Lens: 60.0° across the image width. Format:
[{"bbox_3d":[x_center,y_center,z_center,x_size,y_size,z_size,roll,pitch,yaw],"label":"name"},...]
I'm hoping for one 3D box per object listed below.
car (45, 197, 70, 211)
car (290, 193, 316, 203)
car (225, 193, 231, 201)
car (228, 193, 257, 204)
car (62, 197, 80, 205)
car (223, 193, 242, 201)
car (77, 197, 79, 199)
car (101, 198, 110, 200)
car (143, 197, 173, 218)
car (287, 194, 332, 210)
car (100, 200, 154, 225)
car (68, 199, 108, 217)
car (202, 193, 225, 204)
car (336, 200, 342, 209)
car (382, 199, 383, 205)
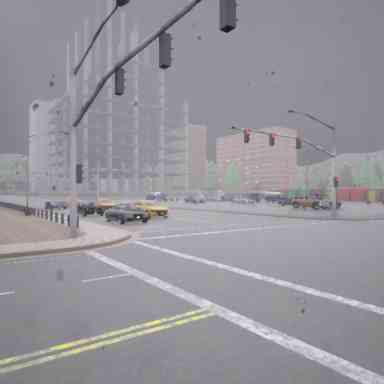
[{"bbox_3d":[-17.199,1.529,41.952,1.812,1.442,4.674,0,0,-36],"label":"car"},{"bbox_3d":[22.508,1.173,67.546,1.932,1.855,4.605,0,0,-35],"label":"car"},{"bbox_3d":[7.116,1.381,75.044,1.784,1.438,3.905,0,0,-35],"label":"car"},{"bbox_3d":[8.766,1.409,57.713,1.970,1.475,3.806,0,0,-35],"label":"car"},{"bbox_3d":[-22.540,1.570,61.818,1.994,1.385,4.181,0,0,-35],"label":"car"},{"bbox_3d":[9.278,1.171,76.635,1.932,1.855,4.605,0,0,-35],"label":"car"},{"bbox_3d":[-16.958,1.482,47.657,1.882,1.535,5.008,0,0,-35],"label":"car"},{"bbox_3d":[-10.004,1.482,37.859,1.882,1.535,5.008,0,0,-35],"label":"car"},{"bbox_3d":[-3.889,1.482,29.277,1.882,1.535,5.008,0,0,-35],"label":"car"},{"bbox_3d":[14.252,1.165,40.264,1.932,1.855,4.605,0,0,-35],"label":"car"},{"bbox_3d":[-4.872,1.567,24.627,1.994,1.385,4.181,0,0,-35],"label":"car"},{"bbox_3d":[-9.952,1.604,31.753,1.895,1.301,4.718,0,0,-36],"label":"car"},{"bbox_3d":[4.753,1.411,73.373,1.970,1.475,3.806,0,0,-35],"label":"car"},{"bbox_3d":[16.646,1.169,41.891,1.905,1.878,3.866,0,0,-35],"label":"car"},{"bbox_3d":[32.644,1.176,53.255,1.905,1.878,3.866,0,0,-35],"label":"car"}]
